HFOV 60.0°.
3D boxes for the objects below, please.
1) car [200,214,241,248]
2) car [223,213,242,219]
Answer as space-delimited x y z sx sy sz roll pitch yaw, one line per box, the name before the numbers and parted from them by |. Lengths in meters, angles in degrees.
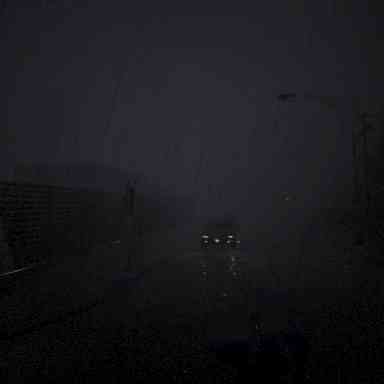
car | 1.658 2.287 19.097 1.837 1.490 4.892 -2 -2 9
car | 3.371 2.647 29.437 1.882 1.535 5.008 -2 -3 9
